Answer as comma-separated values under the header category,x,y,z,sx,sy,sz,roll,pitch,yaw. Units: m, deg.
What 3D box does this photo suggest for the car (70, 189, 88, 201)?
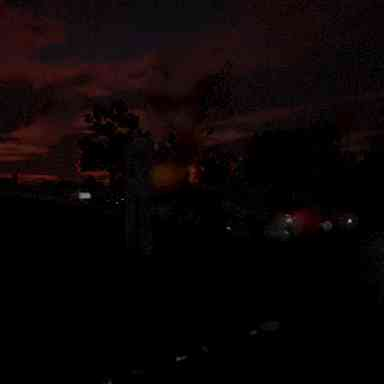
category,x,y,z,sx,sy,sz,roll,pitch,yaw
car,-18.983,0.517,56.674,2.150,2.045,5.566,0,1,-35

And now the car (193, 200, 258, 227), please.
category,x,y,z,sx,sy,sz,roll,pitch,yaw
car,2.050,1.304,21.444,1.882,1.535,5.008,0,1,-35

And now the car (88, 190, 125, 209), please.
category,x,y,z,sx,sy,sz,roll,pitch,yaw
car,-9.733,0.787,38.405,2.150,2.045,5.566,0,1,-35

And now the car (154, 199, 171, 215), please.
category,x,y,z,sx,sy,sz,roll,pitch,yaw
car,-3.765,1.299,29.808,1.895,1.301,4.718,0,1,-35

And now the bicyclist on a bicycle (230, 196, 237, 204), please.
category,x,y,z,sx,sy,sz,roll,pitch,yaw
bicyclist on a bicycle,3.596,1.190,29.694,1.656,1.620,0.582,0,1,-35

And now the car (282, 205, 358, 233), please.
category,x,y,z,sx,sy,sz,roll,pitch,yaw
car,7.147,1.441,18.943,1.994,1.385,4.181,0,1,-30
